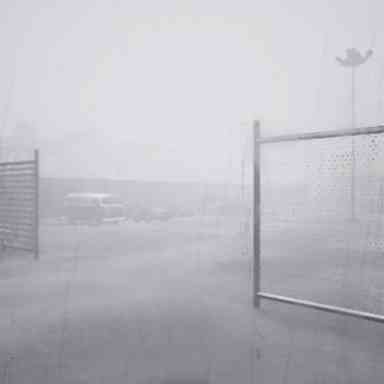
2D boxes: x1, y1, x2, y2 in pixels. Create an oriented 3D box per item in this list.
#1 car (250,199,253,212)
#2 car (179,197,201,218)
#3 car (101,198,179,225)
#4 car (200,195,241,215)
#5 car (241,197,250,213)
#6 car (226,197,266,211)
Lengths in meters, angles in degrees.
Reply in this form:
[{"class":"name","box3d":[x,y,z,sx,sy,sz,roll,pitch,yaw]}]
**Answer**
[{"class":"car","box3d":[4.965,1.296,35.324,4.611,1.667,2.242,0,0,36]},{"class":"car","box3d":[-1.481,1.354,28.369,3.633,1.501,1.845,0,0,36]},{"class":"car","box3d":[-3.875,1.416,24.328,5.357,1.415,2.033,0,0,36]},{"class":"car","box3d":[2.257,1.189,31.985,3.866,1.878,1.905,0,0,36]},{"class":"car","box3d":[4.219,1.401,33.238,2.207,1.379,1.481,0,0,36]},{"class":"car","box3d":[6.215,1.362,38.330,4.193,1.474,1.816,0,0,36]}]
